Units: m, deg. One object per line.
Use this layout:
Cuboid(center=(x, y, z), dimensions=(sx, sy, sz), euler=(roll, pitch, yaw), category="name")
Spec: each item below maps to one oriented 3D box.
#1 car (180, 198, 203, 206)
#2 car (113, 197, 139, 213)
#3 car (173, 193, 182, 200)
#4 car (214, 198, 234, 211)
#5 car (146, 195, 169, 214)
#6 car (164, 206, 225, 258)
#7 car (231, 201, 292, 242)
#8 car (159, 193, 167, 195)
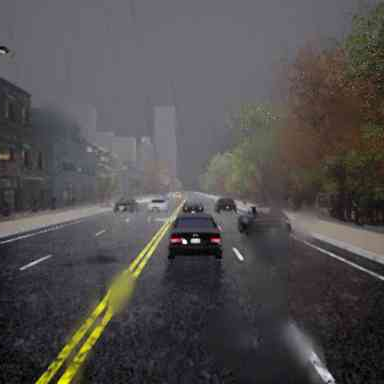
Cuboid(center=(0.103, 1.439, 30.799), dimensions=(1.895, 1.301, 4.718), euler=(0, 0, 0), category="car")
Cuboid(center=(-6.591, 1.315, 33.553), dimensions=(2.128, 1.511, 4.902), euler=(0, 0, 0), category="car")
Cuboid(center=(-3.246, 1.024, 74.183), dimensions=(1.882, 1.535, 5.008), euler=(0, 0, 0), category="car")
Cuboid(center=(3.352, 1.300, 33.766), dimensions=(1.882, 1.535, 5.008), euler=(0, 0, 0), category="car")
Cuboid(center=(-3.342, 1.351, 33.227), dimensions=(1.812, 1.442, 4.674), euler=(0, 0, 0), category="car")
Cuboid(center=(0.102, 1.482, 12.388), dimensions=(2.033, 1.411, 5.357), euler=(0, 0, 0), category="car")
Cuboid(center=(3.351, 1.407, 16.014), dimensions=(2.128, 1.511, 4.902), euler=(0, 0, 0), category="car")
Cuboid(center=(-6.495, 1.024, 74.184), dimensions=(1.882, 1.535, 5.008), euler=(0, 0, 0), category="car")
